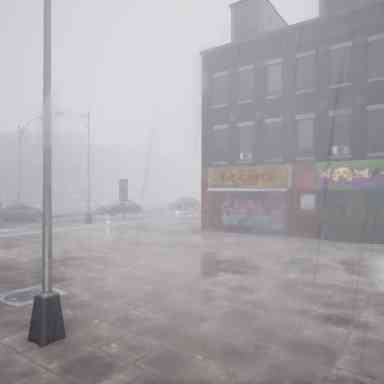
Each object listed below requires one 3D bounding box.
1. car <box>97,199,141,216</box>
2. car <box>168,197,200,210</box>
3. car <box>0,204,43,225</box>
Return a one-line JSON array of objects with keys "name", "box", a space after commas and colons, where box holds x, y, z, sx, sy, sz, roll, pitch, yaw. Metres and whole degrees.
[{"name": "car", "box": [-6.866, 1.435, 31.784, 1.812, 1.442, 4.674, 0, 0, 35]}, {"name": "car", "box": [-0.912, 1.378, 40.200, 1.837, 1.490, 4.892, 0, 0, 36]}, {"name": "car", "box": [-12.736, 1.512, 23.470, 1.994, 1.385, 4.181, 0, 0, 36]}]
